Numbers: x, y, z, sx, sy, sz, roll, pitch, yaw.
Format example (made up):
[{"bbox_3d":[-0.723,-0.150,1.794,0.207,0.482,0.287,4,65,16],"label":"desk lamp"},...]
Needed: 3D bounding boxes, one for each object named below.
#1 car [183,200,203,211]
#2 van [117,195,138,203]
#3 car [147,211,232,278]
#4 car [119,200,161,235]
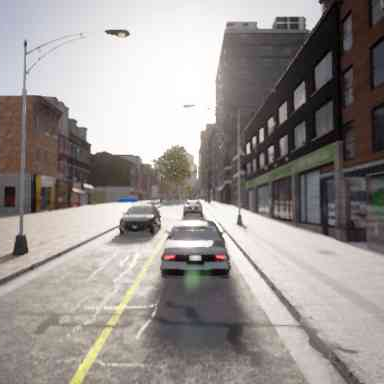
[{"bbox_3d":[0.100,1.490,31.484,2.033,1.411,5.357,0,0,0],"label":"car"},{"bbox_3d":[-12.924,1.535,67.021,3.998,1.788,1.690,0,-3,0],"label":"van"},{"bbox_3d":[0.097,1.548,10.094,2.033,1.411,5.357,0,0,0],"label":"car"},{"bbox_3d":[-2.849,1.459,19.016,1.882,1.535,5.008,0,0,0],"label":"car"}]
